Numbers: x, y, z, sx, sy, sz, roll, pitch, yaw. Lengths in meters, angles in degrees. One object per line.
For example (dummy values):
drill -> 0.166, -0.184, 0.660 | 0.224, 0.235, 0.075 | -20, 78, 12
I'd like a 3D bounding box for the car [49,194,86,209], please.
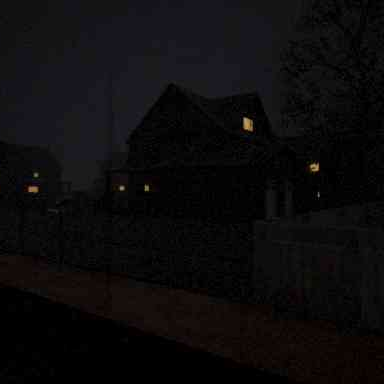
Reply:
car -> -12.957, 0.965, 35.600 | 1.812, 1.442, 4.674 | 1, 2, 35
